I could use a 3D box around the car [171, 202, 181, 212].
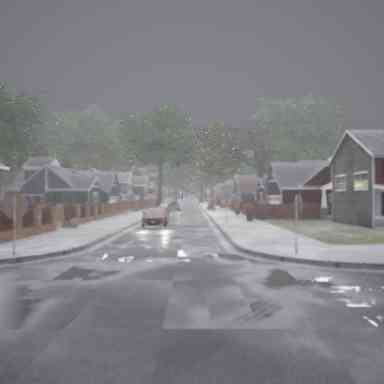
[{"bbox_3d":[-2.689,2.239,50.674,1.812,1.442,4.674,0,-1,0],"label":"car"}]

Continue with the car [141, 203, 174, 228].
[{"bbox_3d":[-2.719,1.869,25.750,1.882,1.535,5.008,0,-1,0],"label":"car"}]
